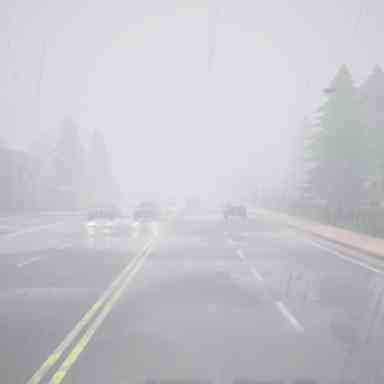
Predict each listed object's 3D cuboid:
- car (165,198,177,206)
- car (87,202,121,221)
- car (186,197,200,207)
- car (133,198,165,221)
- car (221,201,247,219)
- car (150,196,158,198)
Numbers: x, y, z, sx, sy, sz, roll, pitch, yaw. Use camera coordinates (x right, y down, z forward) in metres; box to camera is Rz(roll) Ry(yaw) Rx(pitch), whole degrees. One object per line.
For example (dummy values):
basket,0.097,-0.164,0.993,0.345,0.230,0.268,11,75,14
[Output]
car,-3.524,1.563,53.853,1.895,1.301,4.718,0,0,1
car,-7.092,1.544,27.202,1.994,1.385,4.181,0,0,0
car,0.109,1.443,49.380,1.882,1.535,5.008,0,0,0
car,-3.592,1.485,27.355,1.837,1.490,4.892,0,0,0
car,3.605,1.505,28.978,1.812,1.442,4.674,0,0,0
car,-6.982,1.504,61.699,2.033,1.411,5.357,0,0,-2
